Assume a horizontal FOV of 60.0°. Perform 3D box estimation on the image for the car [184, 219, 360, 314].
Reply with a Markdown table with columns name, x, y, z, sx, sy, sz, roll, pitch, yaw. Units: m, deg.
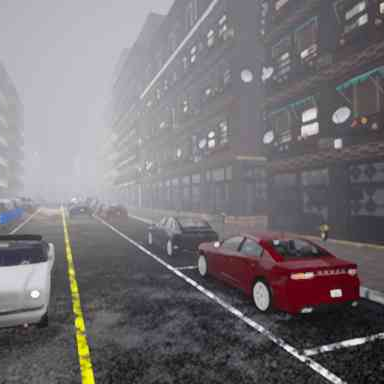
| name | x | y | z | sx | sy | sz | roll | pitch | yaw |
| --- | --- | --- | --- | --- | --- | --- | --- | --- | --- |
| car | 1.577 | 1.547 | 7.597 | 1.887 | 1.381 | 4.507 | 1 | -1 | -22 |

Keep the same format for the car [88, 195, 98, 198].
| name | x | y | z | sx | sy | sz | roll | pitch | yaw |
| --- | --- | --- | --- | --- | --- | --- | --- | --- | --- |
| car | -10.669 | 1.487 | 38.441 | 1.967 | 1.590 | 4.097 | 1 | -1 | -22 |

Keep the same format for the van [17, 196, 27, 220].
| name | x | y | z | sx | sy | sz | roll | pitch | yaw |
| --- | --- | --- | --- | --- | --- | --- | --- | --- | --- |
| van | -13.935 | 1.368 | 25.306 | 1.690 | 1.788 | 3.998 | 2 | -1 | -22 |

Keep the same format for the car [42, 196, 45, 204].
| name | x | y | z | sx | sy | sz | roll | pitch | yaw |
| --- | --- | --- | --- | --- | --- | --- | --- | --- | --- |
| car | -24.152 | 1.659 | 51.002 | 1.947 | 1.339 | 4.313 | 1 | -1 | -22 |

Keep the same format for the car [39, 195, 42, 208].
| name | x | y | z | sx | sy | sz | roll | pitch | yaw |
| --- | --- | --- | --- | --- | --- | --- | --- | --- | --- |
| car | -20.061 | 1.378 | 40.724 | 2.192 | 1.841 | 5.009 | 2 | -1 | -22 |

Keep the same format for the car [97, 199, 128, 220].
| name | x | y | z | sx | sy | sz | roll | pitch | yaw |
| --- | --- | --- | --- | --- | --- | --- | --- | --- | --- |
| car | -6.593 | 1.569 | 28.157 | 1.887 | 1.381 | 4.507 | 1 | -1 | -22 |

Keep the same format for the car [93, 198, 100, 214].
| name | x | y | z | sx | sy | sz | roll | pitch | yaw |
| --- | --- | --- | --- | --- | --- | --- | --- | --- | --- |
| car | -8.635 | 1.580 | 33.296 | 1.887 | 1.381 | 4.507 | 1 | -1 | -22 |

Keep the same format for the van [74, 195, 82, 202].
| name | x | y | z | sx | sy | sz | roll | pitch | yaw |
| --- | --- | --- | --- | --- | --- | --- | --- | --- | --- |
| van | -29.091 | 1.569 | 84.689 | 1.690 | 1.788 | 3.998 | 1 | -1 | -22 |

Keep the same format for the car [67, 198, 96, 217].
| name | x | y | z | sx | sy | sz | roll | pitch | yaw |
| --- | --- | --- | --- | --- | --- | --- | --- | --- | --- |
| car | -10.564 | 1.598 | 31.427 | 1.994 | 1.385 | 4.181 | 0 | 0 | -22 |

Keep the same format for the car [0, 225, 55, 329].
| name | x | y | z | sx | sy | sz | roll | pitch | yaw |
| --- | --- | --- | --- | --- | --- | --- | --- | --- | --- |
| car | -3.798 | 1.605 | 6.681 | 1.895 | 1.301 | 4.718 | 0 | 0 | -22 |

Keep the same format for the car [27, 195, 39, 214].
| name | x | y | z | sx | sy | sz | roll | pitch | yaw |
| --- | --- | --- | --- | --- | --- | --- | --- | --- | --- |
| car | -18.019 | 1.365 | 35.585 | 2.192 | 1.841 | 5.009 | 2 | -1 | -22 |

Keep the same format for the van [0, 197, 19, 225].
| name | x | y | z | sx | sy | sz | roll | pitch | yaw |
| --- | --- | --- | --- | --- | --- | --- | --- | --- | --- |
| van | -11.891 | 1.359 | 20.165 | 1.690 | 1.788 | 3.998 | 2 | -1 | -22 |

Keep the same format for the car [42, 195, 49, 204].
| name | x | y | z | sx | sy | sz | roll | pitch | yaw |
| --- | --- | --- | --- | --- | --- | --- | --- | --- | --- |
| car | -30.274 | 1.468 | 66.421 | 2.192 | 1.841 | 5.009 | 1 | -1 | -22 |

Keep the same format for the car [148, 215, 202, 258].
| name | x | y | z | sx | sy | sz | roll | pitch | yaw |
| --- | --- | --- | --- | --- | --- | --- | --- | --- | --- |
| car | -0.466 | 1.556 | 12.738 | 2.008 | 1.369 | 4.403 | 1 | -1 | -22 |

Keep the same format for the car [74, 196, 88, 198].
| name | x | y | z | sx | sy | sz | roll | pitch | yaw |
| --- | --- | --- | --- | --- | --- | --- | --- | --- | --- |
| car | -14.378 | 1.548 | 40.965 | 2.128 | 1.511 | 4.902 | 0 | 0 | -21 |

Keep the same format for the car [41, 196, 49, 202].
| name | x | y | z | sx | sy | sz | roll | pitch | yaw |
| --- | --- | --- | --- | --- | --- | --- | --- | --- | --- |
| car | -38.450 | 1.842 | 86.979 | 1.802 | 1.307 | 4.206 | 1 | -1 | -22 |
